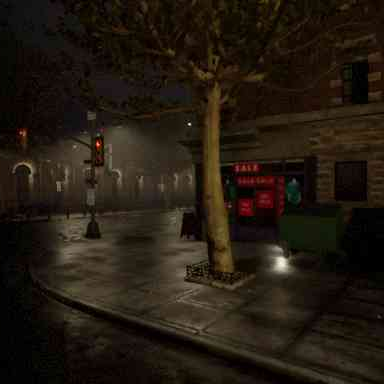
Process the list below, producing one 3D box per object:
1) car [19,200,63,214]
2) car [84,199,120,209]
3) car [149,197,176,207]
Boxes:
[{"bbox_3d":[-15.740,1.563,34.826,1.994,1.385,4.181,0,0,36],"label":"car"},{"bbox_3d":[-12.153,1.595,45.125,1.895,1.301,4.718,0,0,36],"label":"car"},{"bbox_3d":[-4.488,1.491,50.306,2.128,1.511,4.902,0,0,36],"label":"car"}]
